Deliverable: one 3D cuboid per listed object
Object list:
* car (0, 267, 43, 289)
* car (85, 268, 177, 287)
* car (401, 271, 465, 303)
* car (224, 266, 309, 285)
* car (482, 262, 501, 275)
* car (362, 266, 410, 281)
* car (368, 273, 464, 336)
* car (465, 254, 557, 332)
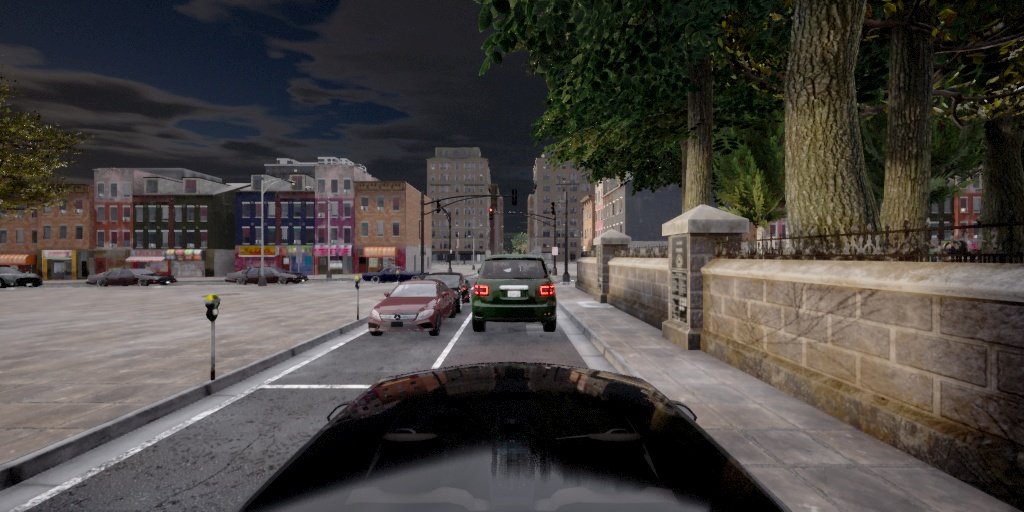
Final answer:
[{"bbox_3d":[-38.352,1.598,26.818,4.553,1.767,2.097,-1,0,0],"label":"car"},{"bbox_3d":[-28.414,1.624,26.832,5.357,1.411,2.033,-1,0,0],"label":"car"},{"bbox_3d":[-2.638,1.315,13.981,1.948,1.339,4.313,0,0,0],"label":"car"},{"bbox_3d":[-18.318,1.482,26.866,5.357,1.411,2.033,-1,0,0],"label":"car"},{"bbox_3d":[-2.280,1.342,40.767,1.895,1.301,4.718,0,0,0],"label":"car"},{"bbox_3d":[-8.557,1.426,26.899,4.718,1.301,1.895,-1,0,0],"label":"car"},{"bbox_3d":[-2.638,1.331,10.318,1.802,1.307,4.207,0,0,0],"label":"car"},{"bbox_3d":[0.076,0.971,10.997,2.150,2.045,5.566,0,0,1],"label":"car"}]
